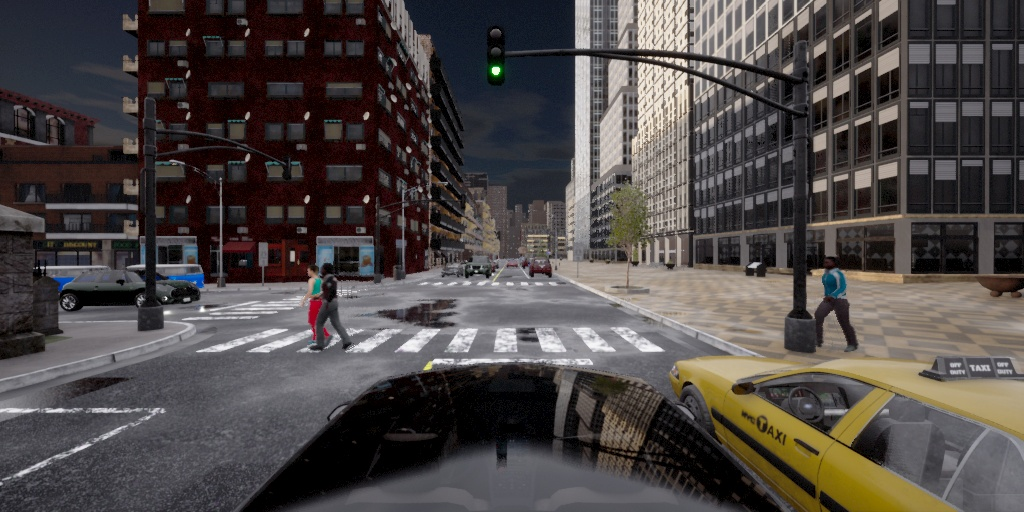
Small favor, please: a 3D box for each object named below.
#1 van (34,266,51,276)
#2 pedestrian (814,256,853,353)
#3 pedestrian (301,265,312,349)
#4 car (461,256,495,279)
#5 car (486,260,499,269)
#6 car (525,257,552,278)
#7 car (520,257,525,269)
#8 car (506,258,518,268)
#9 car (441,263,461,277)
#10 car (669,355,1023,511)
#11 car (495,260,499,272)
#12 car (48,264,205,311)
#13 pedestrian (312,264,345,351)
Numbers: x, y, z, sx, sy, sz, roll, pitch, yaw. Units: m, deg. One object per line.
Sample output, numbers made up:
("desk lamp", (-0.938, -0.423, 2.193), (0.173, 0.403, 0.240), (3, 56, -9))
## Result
("van", (-26.297, 1.481, 21.316), (3.998, 1.789, 1.690), (0, 0, 0))
("pedestrian", (6.097, 0.891, 6.850), (0.375, 1.860, 0.375), (0, 0, 0))
("pedestrian", (-4.427, 1.059, 8.067), (0.375, 1.860, 0.375), (0, 0, 0))
("car", (-3.072, 0.980, 33.655), (2.150, 2.045, 5.566), (0, 0, 0))
("car", (-3.063, 1.309, 56.433), (1.812, 1.442, 4.674), (0, 0, 0))
("car", (2.702, 1.074, 34.595), (2.192, 1.841, 5.009), (0, 0, 0))
("car", (2.711, 1.099, 56.700), (2.192, 1.841, 5.009), (0, 0, 0))
("car", (0.024, 1.359, 63.789), (1.994, 1.385, 4.181), (0, 0, 0))
("car", (-5.678, 1.309, 34.599), (2.007, 1.370, 4.403), (0, 0, 0))
("car", (2.689, 1.275, 2.353), (1.751, 1.417, 4.829), (0, 0, 0))
("car", (-3.076, 1.119, 43.475), (2.097, 1.767, 4.553), (0, 0, 0))
("car", (-16.429, 1.352, 15.612), (4.553, 1.767, 2.097), (-1, 0, -1))
("pedestrian", (-3.850, 1.053, 7.533), (0.375, 1.860, 0.375), (0, 0, 0))
